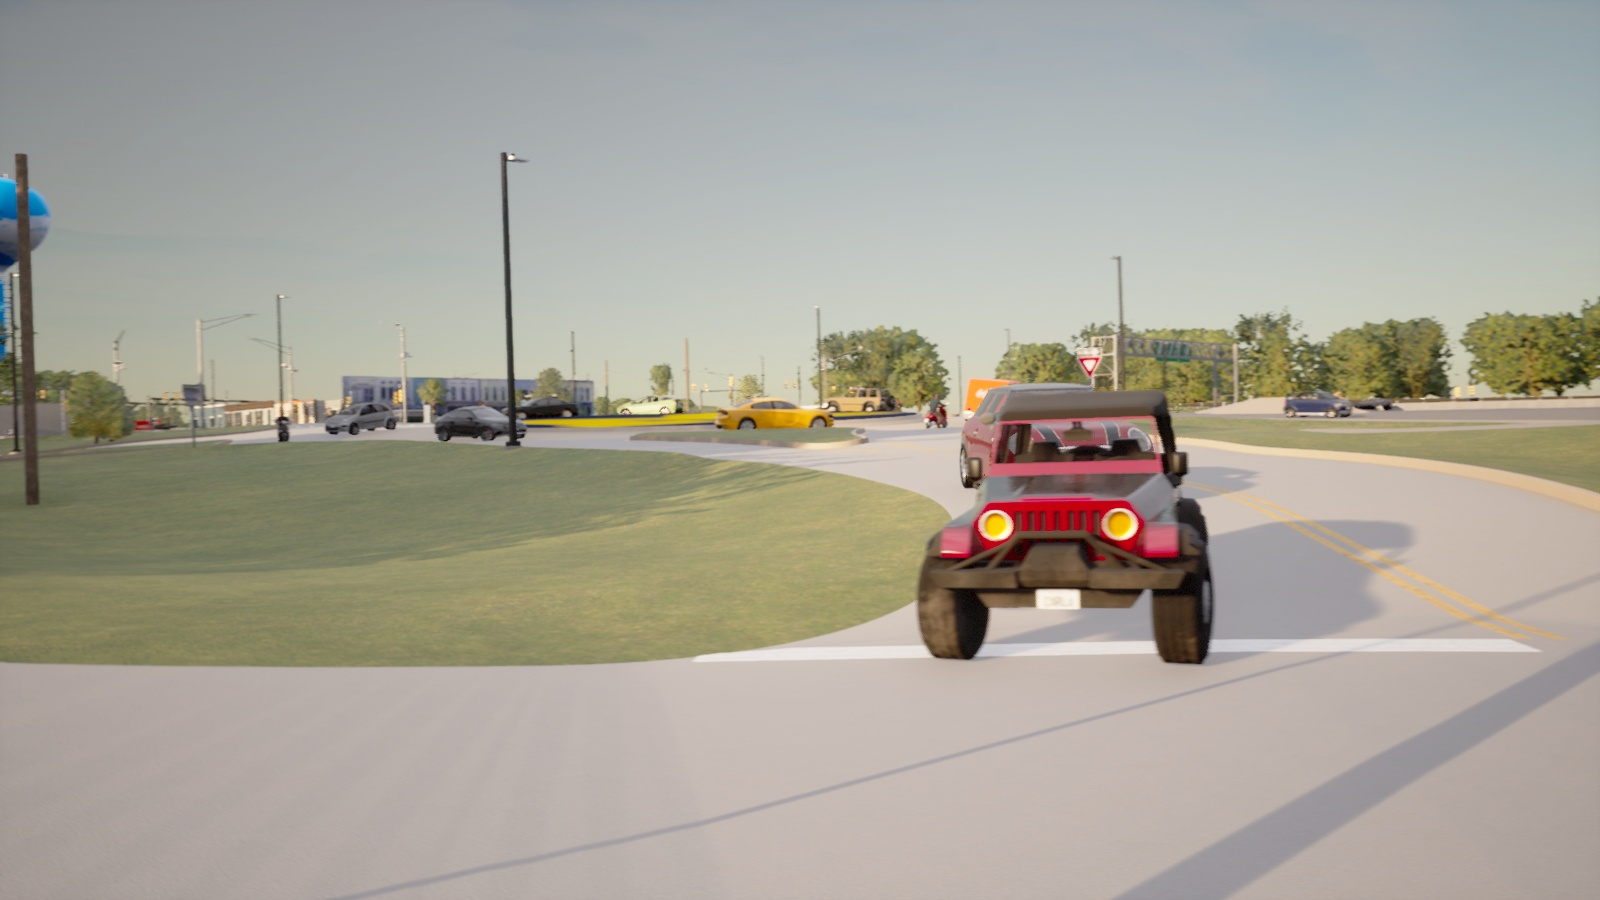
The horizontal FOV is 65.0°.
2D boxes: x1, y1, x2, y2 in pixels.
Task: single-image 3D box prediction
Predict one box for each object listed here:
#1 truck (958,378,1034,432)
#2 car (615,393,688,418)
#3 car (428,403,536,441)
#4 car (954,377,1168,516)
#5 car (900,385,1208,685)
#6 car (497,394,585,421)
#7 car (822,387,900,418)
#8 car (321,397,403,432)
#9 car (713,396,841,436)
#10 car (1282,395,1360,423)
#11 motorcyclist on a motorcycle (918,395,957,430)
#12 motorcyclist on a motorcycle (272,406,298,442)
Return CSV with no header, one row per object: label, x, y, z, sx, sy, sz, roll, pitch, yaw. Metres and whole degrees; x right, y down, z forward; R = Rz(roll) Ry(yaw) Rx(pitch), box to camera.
truck,10.315,-2.368,65.627,2.627,2.467,5.204,7,5,21
car,-10.158,-3.052,85.767,4.514,1.525,2.007,-1,0,15
car,-13.496,-1.229,53.217,4.674,1.442,1.812,2,6,36
car,3.691,-0.170,18.673,2.097,1.767,4.553,-2,3,-2
car,2.208,0.490,9.972,1.905,1.878,3.866,-1,2,18
car,-16.235,-2.672,78.880,5.008,1.535,1.882,-3,2,-37
car,3.845,-3.029,80.031,4.605,1.855,1.932,2,2,36
car,-23.941,-1.972,68.769,1.851,1.617,3.988,1,6,26
car,-0.981,-1.447,52.322,5.008,1.535,1.882,-1,4,-16
car,29.959,-2.364,72.281,1.789,1.549,3.705,-3,4,-38
motorcyclist on a motorcycle,6.330,-1.722,57.763,0.866,1.590,1.817,4,4,41
motorcyclist on a motorcycle,-23.749,-1.190,57.889,0.866,1.590,1.817,-1,1,-29
